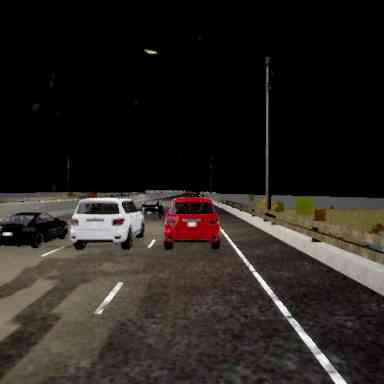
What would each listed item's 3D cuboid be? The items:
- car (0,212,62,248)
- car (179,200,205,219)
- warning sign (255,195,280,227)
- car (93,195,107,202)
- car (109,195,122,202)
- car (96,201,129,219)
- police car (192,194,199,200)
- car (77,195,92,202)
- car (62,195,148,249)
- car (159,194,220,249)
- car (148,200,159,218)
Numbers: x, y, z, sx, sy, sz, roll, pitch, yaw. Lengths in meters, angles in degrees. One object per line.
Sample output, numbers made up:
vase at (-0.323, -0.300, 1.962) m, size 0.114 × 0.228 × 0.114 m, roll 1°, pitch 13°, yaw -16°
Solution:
car at (-7.000, 1.570, 14.651) m, size 1.994 × 1.385 × 4.181 m, roll 0°, pitch 0°, yaw 0°
car at (0.000, 1.491, 29.651) m, size 2.128 × 1.511 × 4.902 m, roll 0°, pitch 0°, yaw 0°
warning sign at (4.555, 1.112, 20.168) m, size 1.300 × 1.860 × 1.060 m, roll 0°, pitch 0°, yaw 0°
car at (-21.000, 1.420, 75.929) m, size 1.882 × 1.535 × 5.008 m, roll 0°, pitch 0°, yaw 0°
car at (-17.500, 1.442, 75.928) m, size 1.837 × 1.490 × 4.892 m, roll 0°, pitch 0°, yaw 0°
car at (-7.000, 1.568, 29.651) m, size 1.994 × 1.385 × 4.181 m, roll 0°, pitch 0°, yaw 0°
police car at (1.050, 1.410, 95.284) m, size 1.930 × 1.638 × 5.238 m, roll 0°, pitch 0°, yaw 0°
car at (-24.500, 1.466, 75.930) m, size 1.812 × 1.442 × 4.674 m, roll 0°, pitch 0°, yaw 0°
car at (-3.500, 1.256, 14.680) m, size 2.150 × 2.045 × 5.566 m, roll 0°, pitch 0°, yaw 0°
car at (0.000, 1.256, 14.681) m, size 2.150 × 2.045 × 5.566 m, roll 0°, pitch 0°, yaw 0°
car at (-3.500, 1.491, 29.651) m, size 2.128 × 1.511 × 4.902 m, roll 0°, pitch 0°, yaw 0°
